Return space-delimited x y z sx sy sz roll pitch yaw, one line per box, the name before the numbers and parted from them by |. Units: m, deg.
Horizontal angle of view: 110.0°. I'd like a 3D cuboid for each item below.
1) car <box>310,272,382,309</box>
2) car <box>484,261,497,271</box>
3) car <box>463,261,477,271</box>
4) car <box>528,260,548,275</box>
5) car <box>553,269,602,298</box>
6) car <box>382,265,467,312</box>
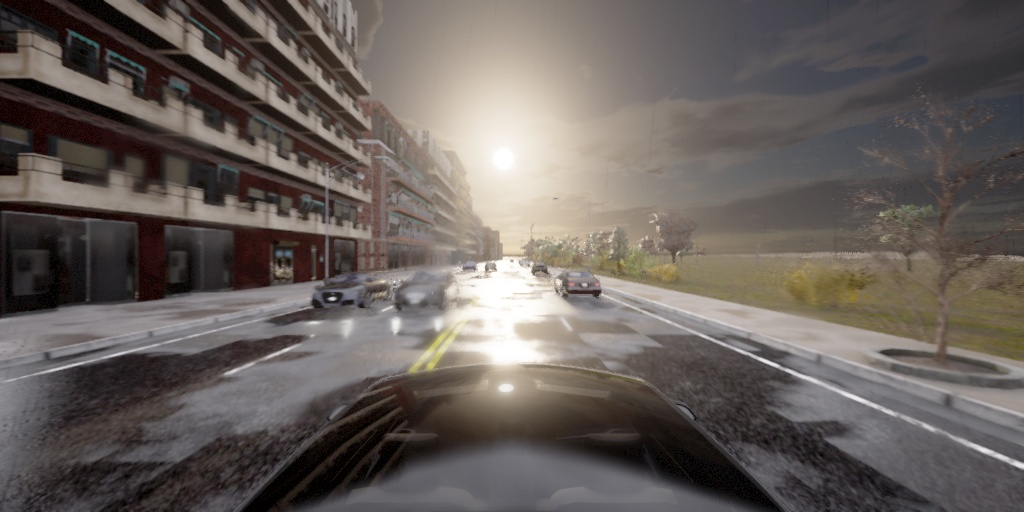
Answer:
car | -6.595 1.387 15.156 1.994 1.385 4.181 0 0 0
car | -3.290 1.552 56.118 2.128 1.511 4.902 0 0 1
car | -6.540 1.537 56.103 1.882 1.535 5.008 0 0 1
car | 3.356 1.497 44.390 1.837 1.490 4.892 0 0 0
car | 3.354 1.393 19.093 2.033 1.411 5.357 0 0 0
car | -3.346 1.313 14.848 2.128 1.511 4.902 0 0 0
